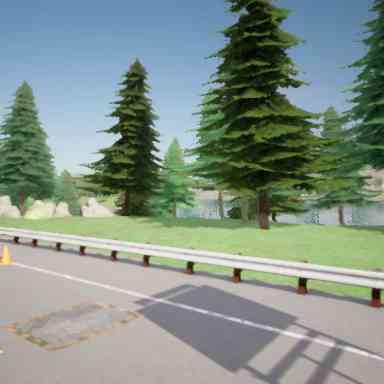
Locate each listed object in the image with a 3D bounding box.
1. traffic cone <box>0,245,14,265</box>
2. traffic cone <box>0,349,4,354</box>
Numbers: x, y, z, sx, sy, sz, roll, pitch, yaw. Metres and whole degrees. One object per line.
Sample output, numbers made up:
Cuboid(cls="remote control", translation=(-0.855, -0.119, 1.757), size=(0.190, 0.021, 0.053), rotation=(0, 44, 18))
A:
Cuboid(cls="traffic cone", translation=(-5.942, 2.010, 10.657), size=(0.340, 0.580, 0.340), rotation=(0, -1, 36))
Cuboid(cls="traffic cone", translation=(-2.897, 1.980, 4.680), size=(0.340, 0.580, 0.340), rotation=(0, -1, 36))
